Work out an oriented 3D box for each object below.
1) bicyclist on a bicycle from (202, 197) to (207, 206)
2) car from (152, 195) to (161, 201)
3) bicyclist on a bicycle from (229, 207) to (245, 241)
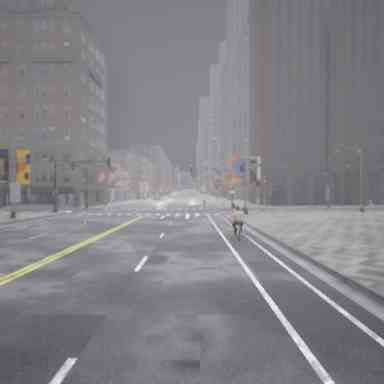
[{"bbox_3d":[2.254,1.777,60.411,0.866,1.612,1.509,0,0,0],"label":"bicyclist on a bicycle"},{"bbox_3d":[-9.746,1.493,91.703,2.097,1.767,4.553,0,0,0],"label":"car"},{"bbox_3d":[2.253,1.517,16.348,0.866,1.612,1.509,0,0,0],"label":"bicyclist on a bicycle"}]
